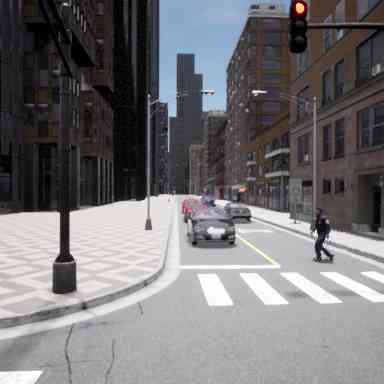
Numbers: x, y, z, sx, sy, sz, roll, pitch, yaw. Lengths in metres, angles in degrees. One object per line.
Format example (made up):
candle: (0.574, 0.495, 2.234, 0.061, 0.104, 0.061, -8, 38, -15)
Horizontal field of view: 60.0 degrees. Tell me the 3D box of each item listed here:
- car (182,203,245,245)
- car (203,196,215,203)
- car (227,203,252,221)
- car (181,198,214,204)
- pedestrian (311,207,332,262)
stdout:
car: (0.785, 1.493, 15.617, 2.128, 1.511, 4.902, 0, 0, -4)
car: (2.348, 1.332, 52.061, 2.097, 1.767, 4.553, 0, 0, -2)
car: (3.491, 1.559, 27.015, 2.033, 1.411, 5.357, 0, 0, -2)
car: (0.330, 1.479, 25.903, 1.882, 1.535, 5.008, 0, 0, -3)
pedestrian: (4.134, 1.305, 10.626, 0.375, 1.860, 0.375, 0, 0, -3)
